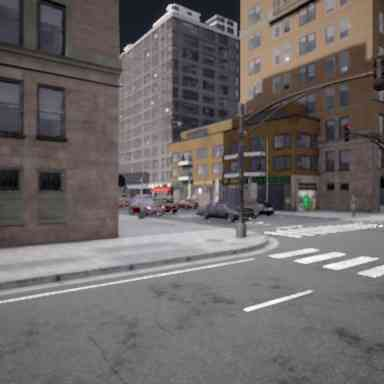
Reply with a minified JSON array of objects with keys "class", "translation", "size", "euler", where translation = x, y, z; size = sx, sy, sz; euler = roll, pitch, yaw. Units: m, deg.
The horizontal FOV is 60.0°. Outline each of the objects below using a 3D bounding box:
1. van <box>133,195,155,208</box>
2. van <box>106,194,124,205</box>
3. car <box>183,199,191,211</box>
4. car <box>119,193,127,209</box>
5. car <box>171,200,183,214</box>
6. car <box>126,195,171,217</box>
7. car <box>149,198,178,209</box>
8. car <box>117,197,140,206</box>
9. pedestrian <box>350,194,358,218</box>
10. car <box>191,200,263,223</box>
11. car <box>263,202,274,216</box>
[{"class":"van","translation":[-7.071,1.282,48.778],"size":[1.690,1.788,3.998],"euler":[0,0,-35]},{"class":"van","translation":[-13.425,1.289,57.783],"size":[1.690,1.788,3.998],"euler":[0,0,-35]},{"class":"car","translation":[-0.717,1.521,39.773],"size":[1.802,1.307,4.206],"euler":[0,0,-35]},{"class":"car","translation":[-9.320,1.157,42.493],"size":[2.150,2.045,5.566],"euler":[0,0,-35]},{"class":"car","translation":[-3.259,1.537,33.856],"size":[1.895,1.301,4.718],"euler":[0,0,-35]},{"class":"car","translation":[-4.097,1.374,30.643],"size":[1.967,1.590,4.097],"euler":[0,0,-35]},{"class":"car","translation":[-3.894,1.505,44.275],"size":[1.947,1.339,4.313],"euler":[0,0,-35]},{"class":"car","translation":[-10.248,1.494,53.281],"size":[2.008,1.369,4.403],"euler":[0,0,-35]},{"class":"pedestrian","translation":[12.579,1.088,25.912],"size":[0.375,1.860,0.375],"euler":[0,0,-35]},{"class":"car","translation":[2.516,1.486,25.642],"size":[2.033,1.411,5.357],"euler":[0,0,-37]},{"class":"car","translation":[5.638,1.508,30.767],"size":[1.947,1.339,4.313],"euler":[0,0,-35]}]
